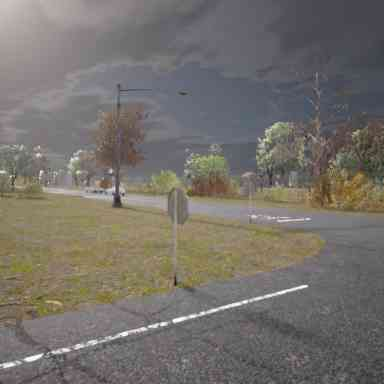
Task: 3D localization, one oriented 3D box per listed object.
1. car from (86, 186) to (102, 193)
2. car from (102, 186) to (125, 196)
[{"bbox_3d":[-17.597,-0.441,59.871,1.895,1.301,4.718,0,2,-36],"label":"car"},{"bbox_3d":[-12.007,-0.206,52.036,1.812,1.442,4.674,0,2,-36],"label":"car"}]
